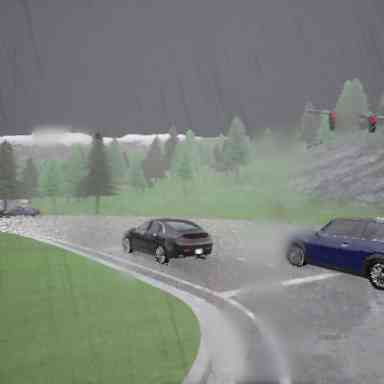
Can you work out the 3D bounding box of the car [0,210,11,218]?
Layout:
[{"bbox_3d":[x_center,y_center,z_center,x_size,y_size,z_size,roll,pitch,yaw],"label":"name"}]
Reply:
[{"bbox_3d":[-27.215,2.823,44.340,4.718,1.301,1.895,-1,-1,12],"label":"car"}]

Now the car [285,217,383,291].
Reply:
[{"bbox_3d":[4.788,1.495,9.746,2.097,1.767,4.553,0,-1,-22],"label":"car"}]

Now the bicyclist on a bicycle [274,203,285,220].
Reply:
[{"bbox_3d":[8.139,1.824,30.904,1.656,1.620,0.582,0,-1,-39],"label":"bicyclist on a bicycle"}]

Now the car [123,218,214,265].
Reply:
[{"bbox_3d":[-1.120,1.787,13.114,1.837,1.490,4.892,1,-2,-34],"label":"car"}]

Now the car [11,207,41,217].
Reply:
[{"bbox_3d":[-24.252,2.791,47.287,5.357,1.411,2.033,-1,-1,15],"label":"car"}]
